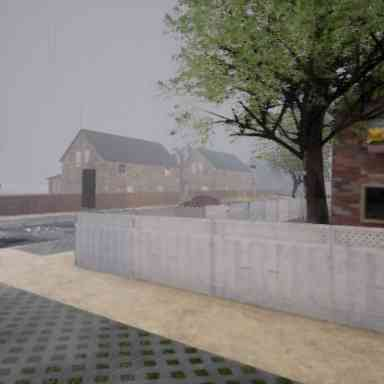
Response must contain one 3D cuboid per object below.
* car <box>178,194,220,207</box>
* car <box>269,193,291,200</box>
[{"bbox_3d":[0.698,0.978,30.749,1.882,1.535,5.008,2,2,35],"label":"car"},{"bbox_3d":[12.715,0.792,47.591,1.895,1.301,4.718,2,2,35],"label":"car"}]
